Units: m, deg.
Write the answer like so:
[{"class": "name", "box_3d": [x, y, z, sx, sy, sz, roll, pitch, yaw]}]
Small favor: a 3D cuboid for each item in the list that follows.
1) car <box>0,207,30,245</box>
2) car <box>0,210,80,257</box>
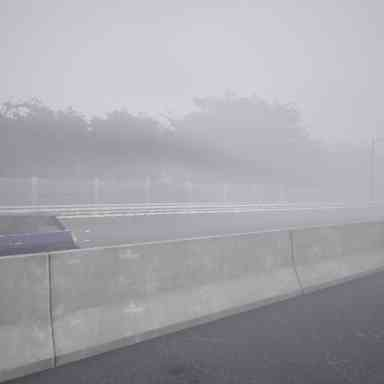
[{"class": "car", "box_3d": [-9.816, 1.491, 14.200, 4.902, 1.511, 2.128, 0, 0, -36]}, {"class": "car", "box_3d": [-5.398, 1.352, 8.757, 4.553, 1.767, 2.097, 0, 0, -36]}]
